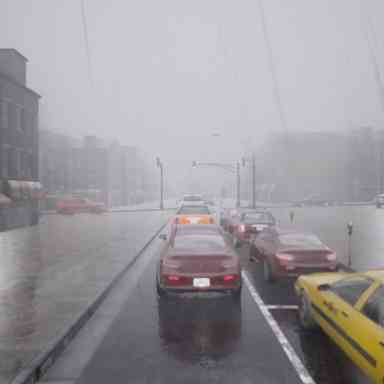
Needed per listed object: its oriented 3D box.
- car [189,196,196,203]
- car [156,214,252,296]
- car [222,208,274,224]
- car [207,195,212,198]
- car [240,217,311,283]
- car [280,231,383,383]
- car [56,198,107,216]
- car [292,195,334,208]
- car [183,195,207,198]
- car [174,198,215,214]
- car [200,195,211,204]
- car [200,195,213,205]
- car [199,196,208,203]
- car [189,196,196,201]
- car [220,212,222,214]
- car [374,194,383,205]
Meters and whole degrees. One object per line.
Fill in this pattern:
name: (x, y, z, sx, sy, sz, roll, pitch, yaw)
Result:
car: (0.102, 1.823, 82.723, 1.837, 1.490, 4.892, 0, 0, 0)
car: (0.115, 1.535, 8.554, 1.812, 1.442, 4.674, 0, 0, -2)
car: (2.650, 1.460, 14.855, 1.967, 1.590, 4.097, 0, 0, 0)
car: (2.700, 1.621, 57.665, 1.967, 1.590, 4.097, -1, 0, 0)
car: (2.644, 1.593, 9.388, 1.802, 1.307, 4.206, 0, 0, 0)
car: (2.638, 1.529, 4.091, 1.752, 1.417, 4.829, 0, 0, 0)
car: (-12.539, 1.650, 37.858, 5.566, 2.045, 2.150, -2, 0, 1)
car: (14.784, 1.146, 40.818, 4.892, 1.490, 1.837, -2, 0, 0)
car: (-0.040, 1.285, 31.697, 2.150, 2.045, 5.566, 0, 0, -2)
car: (0.110, 1.376, 17.319, 2.097, 1.767, 4.553, 0, 0, 0)
car: (2.712, 1.557, 68.470, 2.192, 1.841, 5.009, -1, 0, 0)
car: (2.706, 1.526, 63.067, 2.192, 1.841, 5.009, -1, 0, 0)
car: (2.726, 1.749, 79.274, 1.967, 1.590, 4.097, -1, 0, 0)
car: (0.115, 1.788, 93.144, 1.994, 1.385, 4.181, 0, 0, 0)
car: (2.658, 1.613, 20.321, 1.802, 1.307, 4.206, 0, 0, 0)
car: (25.461, 0.586, 40.827, 5.566, 2.045, 2.150, -1, 0, 0)
